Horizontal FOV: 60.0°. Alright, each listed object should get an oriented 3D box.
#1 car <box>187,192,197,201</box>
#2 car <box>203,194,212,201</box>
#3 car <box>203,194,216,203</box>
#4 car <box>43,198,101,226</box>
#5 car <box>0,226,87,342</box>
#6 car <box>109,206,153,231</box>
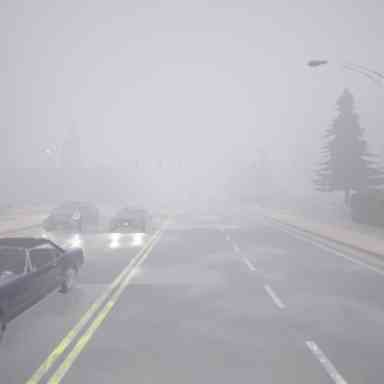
[{"bbox_3d":[-0.019,0.939,74.410,2.150,2.045,5.566,0,0,0],"label":"car"},{"bbox_3d":[3.481,1.192,74.382,1.882,1.535,5.008,0,0,0],"label":"car"},{"bbox_3d":[3.484,1.311,63.947,2.128,1.511,4.902,0,0,0],"label":"car"},{"bbox_3d":[-7.021,1.294,19.880,2.097,1.767,4.553,0,0,0],"label":"car"},{"bbox_3d":[-3.586,1.584,5.998,1.895,1.301,4.718,0,0,0],"label":"car"},{"bbox_3d":[-3.520,1.508,19.778,1.994,1.385,4.181,0,0,1],"label":"car"}]
